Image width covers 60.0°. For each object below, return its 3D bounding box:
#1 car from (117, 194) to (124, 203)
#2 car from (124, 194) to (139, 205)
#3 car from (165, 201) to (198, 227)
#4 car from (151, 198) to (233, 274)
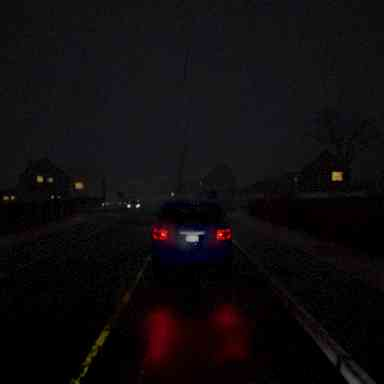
[{"bbox_3d":[-16.278,1.482,78.004,2.150,2.045,5.566,0,0,-21],"label":"car"},{"bbox_3d":[-11.210,1.492,62.957,2.097,1.767,4.553,0,0,-16],"label":"car"},{"bbox_3d":[-0.854,1.471,23.952,2.128,1.511,4.902,0,0,-5],"label":"car"},{"bbox_3d":[-0.046,1.208,10.685,2.150,2.045,5.566,0,0,-1],"label":"car"}]
